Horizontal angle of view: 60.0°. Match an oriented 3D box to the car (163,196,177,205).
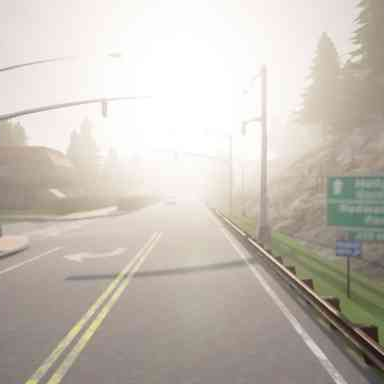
[{"bbox_3d":[-3.502,1.390,53.863,1.812,1.442,4.674,0,1,0],"label":"car"}]
